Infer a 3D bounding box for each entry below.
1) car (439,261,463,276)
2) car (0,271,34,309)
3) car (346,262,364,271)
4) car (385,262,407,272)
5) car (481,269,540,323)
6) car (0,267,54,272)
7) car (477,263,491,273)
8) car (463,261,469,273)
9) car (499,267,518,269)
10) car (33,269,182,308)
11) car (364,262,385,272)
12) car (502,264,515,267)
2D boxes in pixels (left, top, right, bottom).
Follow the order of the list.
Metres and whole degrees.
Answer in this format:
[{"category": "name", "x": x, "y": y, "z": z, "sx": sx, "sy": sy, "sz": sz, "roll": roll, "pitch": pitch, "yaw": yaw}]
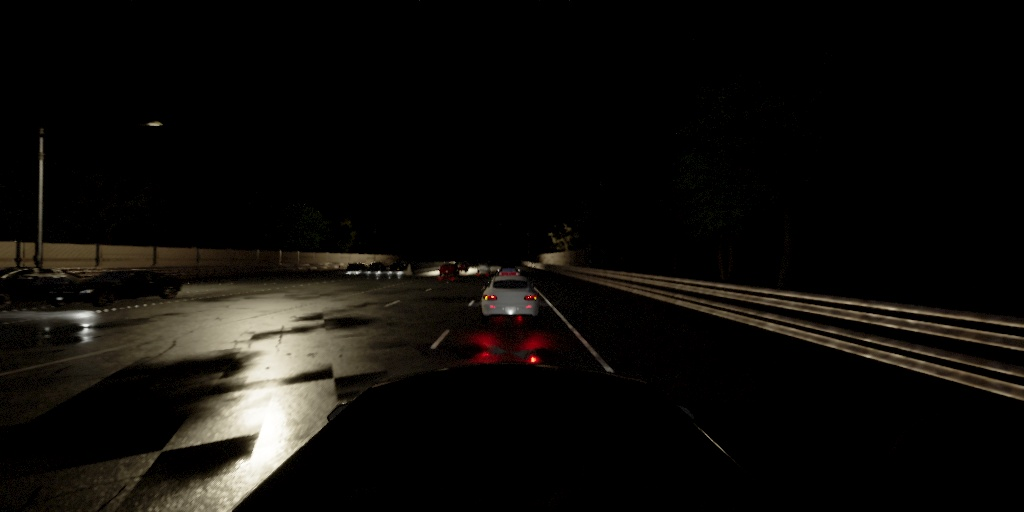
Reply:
[{"category": "car", "x": -7.466, "y": 1.607, "z": 43.141, "sx": 1.882, "sy": 1.535, "sz": 5.008, "roll": 0, "pitch": 0, "yaw": -1}, {"category": "car", "x": -21.011, "y": 1.456, "z": 15.575, "sx": 1.895, "sy": 1.301, "sz": 4.718, "roll": 0, "pitch": -1, "yaw": -1}, {"category": "car", "x": -25.487, "y": 1.730, "z": 58.874, "sx": 1.994, "sy": 1.385, "sz": 4.181, "roll": -1, "pitch": -1, "yaw": -1}, {"category": "car", "x": -18.480, "y": 1.771, "z": 58.267, "sx": 1.837, "sy": 1.490, "sz": 4.892, "roll": 0, "pitch": 0, "yaw": -1}, {"category": "car", "x": -0.054, "y": 1.370, "z": 12.536, "sx": 1.812, "sy": 1.442, "sz": 4.674, "roll": 0, "pitch": 0, "yaw": 0}, {"category": "car", "x": -24.553, "y": 1.284, "z": 17.718, "sx": 1.837, "sy": 1.490, "sz": 4.892, "roll": 1, "pitch": -2, "yaw": -1}, {"category": "car", "x": -4.208, "y": 1.758, "z": 53.603, "sx": 1.812, "sy": 1.442, "sz": 4.674, "roll": 0, "pitch": -1, "yaw": -2}, {"category": "car", "x": -7.720, "y": 1.585, "z": 53.954, "sx": 2.097, "sy": 1.767, "sz": 4.553, "roll": 0, "pitch": -1, "yaw": -2}, {"category": "car", "x": -0.147, "y": 1.526, "z": 21.230, "sx": 1.895, "sy": 1.301, "sz": 4.718, "roll": 0, "pitch": -1, "yaw": -1}, {"category": "car", "x": -17.524, "y": 1.389, "z": 16.176, "sx": 1.812, "sy": 1.442, "sz": 4.674, "roll": 0, "pitch": -1, "yaw": -1}, {"category": "car", "x": -21.983, "y": 1.772, "z": 58.733, "sx": 1.837, "sy": 1.490, "sz": 4.892, "roll": 0, "pitch": 0, "yaw": -1}, {"category": "car", "x": -0.273, "y": 1.566, "z": 29.298, "sx": 1.994, "sy": 1.385, "sz": 4.181, "roll": 0, "pitch": -1, "yaw": -1}]
